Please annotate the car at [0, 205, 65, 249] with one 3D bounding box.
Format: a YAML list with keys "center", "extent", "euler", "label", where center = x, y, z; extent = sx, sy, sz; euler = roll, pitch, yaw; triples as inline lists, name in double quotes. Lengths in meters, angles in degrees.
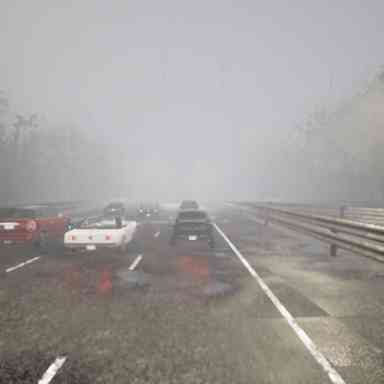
- center: [-6.993, 1.371, 14.856]
  extent: [2.097, 1.767, 4.553]
  euler: [0, 0, -1]
  label: "car"

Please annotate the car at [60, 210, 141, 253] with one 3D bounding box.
- center: [-3.477, 1.617, 13.641]
  extent: [1.895, 1.301, 4.718]
  euler: [0, 0, -1]
  label: "car"

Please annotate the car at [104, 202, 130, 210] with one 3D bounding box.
- center: [-7.275, 1.614, 32.454]
  extent: [1.994, 1.385, 4.181]
  euler: [0, 0, -1]
  label: "car"

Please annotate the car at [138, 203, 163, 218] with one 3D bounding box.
- center: [-3.726, 1.645, 30.301]
  extent: [1.895, 1.301, 4.718]
  euler: [0, 0, -1]
  label: "car"

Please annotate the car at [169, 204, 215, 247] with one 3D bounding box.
- center: [0.005, 1.522, 15.200]
  extent: [1.837, 1.490, 4.892]
  euler: [0, 0, -1]
  label: "car"

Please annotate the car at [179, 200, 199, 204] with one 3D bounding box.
- center: [-0.289, 1.526, 33.194]
  extent: [1.882, 1.535, 5.008]
  euler: [0, 0, -1]
  label: "car"
